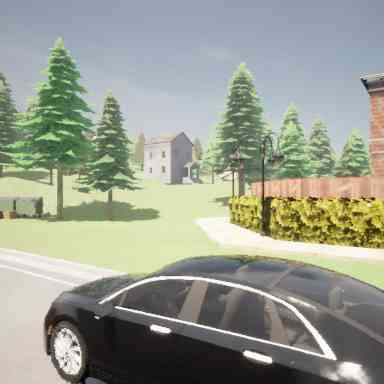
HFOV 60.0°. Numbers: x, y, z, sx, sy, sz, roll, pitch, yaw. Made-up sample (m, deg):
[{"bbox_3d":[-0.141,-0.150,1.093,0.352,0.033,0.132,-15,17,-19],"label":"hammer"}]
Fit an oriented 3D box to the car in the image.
[{"bbox_3d":[0.252,1.505,3.807,4.892,1.490,1.837,0,0,36],"label":"car"}]
